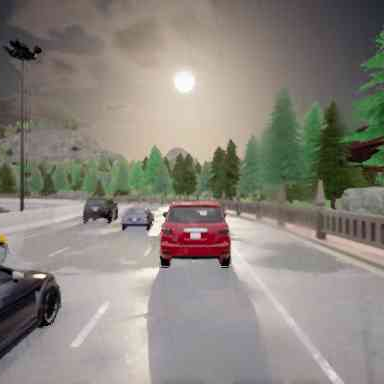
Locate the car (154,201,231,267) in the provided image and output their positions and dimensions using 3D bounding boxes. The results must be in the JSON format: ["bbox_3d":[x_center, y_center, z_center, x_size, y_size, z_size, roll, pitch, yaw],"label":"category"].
[{"bbox_3d":[0.101,1.326,11.897,2.150,2.045,5.566,0,-1,0],"label":"car"}]

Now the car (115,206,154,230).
[{"bbox_3d":[-3.626,1.747,22.723,2.033,1.411,5.357,0,-1,-3],"label":"car"}]

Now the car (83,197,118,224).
[{"bbox_3d":[-7.521,1.464,27.698,2.150,2.045,5.566,0,-1,-5],"label":"car"}]

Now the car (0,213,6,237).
[{"bbox_3d":[-6.898,1.556,8.804,1.882,1.535,5.008,0,0,0],"label":"car"}]

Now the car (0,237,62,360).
[{"bbox_3d":[-3.399,1.604,4.476,1.994,1.385,4.181,0,0,0],"label":"car"}]

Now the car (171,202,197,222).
[{"bbox_3d":[-0.783,1.741,30.064,1.882,1.535,5.008,0,-1,-7],"label":"car"}]
